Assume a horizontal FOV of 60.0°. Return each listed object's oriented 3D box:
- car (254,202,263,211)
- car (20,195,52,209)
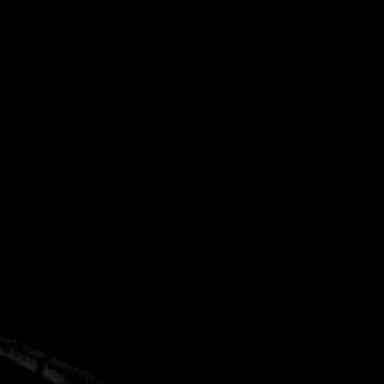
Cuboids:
[{"bbox_3d":[16.640,3.695,85.588,5.566,2.045,2.435,3,0,-43],"label":"car"},{"bbox_3d":[-17.944,1.055,36.550,1.882,1.535,5.008,2,-3,38],"label":"car"}]
